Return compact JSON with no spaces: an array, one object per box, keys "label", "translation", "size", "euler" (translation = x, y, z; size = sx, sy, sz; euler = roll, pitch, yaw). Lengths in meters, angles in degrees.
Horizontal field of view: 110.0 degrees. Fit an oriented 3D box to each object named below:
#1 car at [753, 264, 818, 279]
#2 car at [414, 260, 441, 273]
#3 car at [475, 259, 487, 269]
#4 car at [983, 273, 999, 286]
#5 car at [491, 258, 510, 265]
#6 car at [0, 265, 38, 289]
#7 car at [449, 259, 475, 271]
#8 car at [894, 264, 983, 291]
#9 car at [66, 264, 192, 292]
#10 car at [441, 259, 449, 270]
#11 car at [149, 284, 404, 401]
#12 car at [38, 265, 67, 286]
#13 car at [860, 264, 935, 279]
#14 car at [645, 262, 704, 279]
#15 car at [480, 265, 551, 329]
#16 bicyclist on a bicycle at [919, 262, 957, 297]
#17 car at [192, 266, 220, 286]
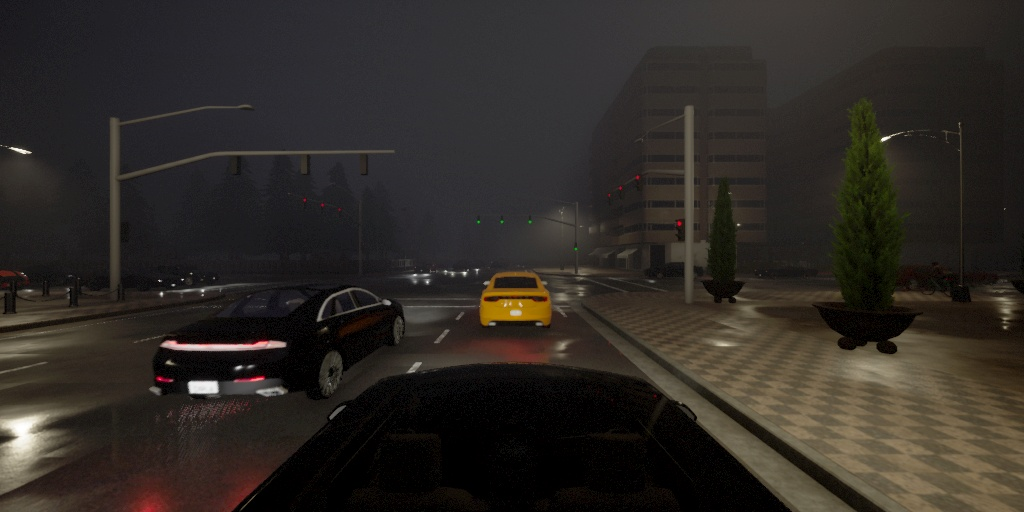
[{"label":"car","translation":[24.701,1.417,32.517],"size":[4.718,1.301,1.895],"euler":[0,0,0]},{"label":"car","translation":[-10.399,1.365,43.589],"size":[1.895,1.301,4.718],"euler":[0,0,1]},{"label":"car","translation":[-5.531,1.274,57.709],"size":[1.837,1.490,4.892],"euler":[0,0,15]},{"label":"car","translation":[31.048,1.414,25.338],"size":[4.718,1.301,1.895],"euler":[0,0,0]},{"label":"car","translation":[-1.992,1.333,56.909],"size":[1.994,1.385,4.181],"euler":[0,0,13]},{"label":"car","translation":[-32.414,1.165,21.625],"size":[4.553,1.767,2.097],"euler":[0,0,0]},{"label":"car","translation":[-6.691,1.244,48.374],"size":[1.882,1.535,5.008],"euler":[0,0,3]},{"label":"car","translation":[24.813,1.290,21.817],"size":[5.008,1.535,1.882],"euler":[0,0,0]},{"label":"car","translation":[-22.997,1.360,21.677],"size":[5.357,1.411,2.033],"euler":[0,0,3]},{"label":"car","translation":[-9.810,1.245,52.975],"size":[1.882,1.535,5.008],"euler":[0,0,7]},{"label":"car","translation":[-3.417,1.244,6.415],"size":[2.128,1.511,4.902],"euler":[0,0,0]},{"label":"car","translation":[-32.155,1.339,25.135],"size":[4.674,1.442,1.812],"euler":[0,0,0]},{"label":"car","translation":[34.901,1.417,32.543],"size":[4.718,1.301,1.895],"euler":[0,0,0]},{"label":"car","translation":[14.624,1.294,32.484],"size":[5.008,1.535,1.882],"euler":[0,0,0]},{"label":"car","translation":[0.107,1.231,11.255],"size":[1.882,1.535,5.008],"euler":[0,0,0]},{"label":"bicyclist on a bicycle","translation":[20.276,1.111,17.020],"size":[0.582,1.620,1.656],"euler":[0,0,0]},{"label":"car","translation":[-23.326,1.318,25.153],"size":[4.892,1.490,1.837],"euler":[0,0,0]}]
